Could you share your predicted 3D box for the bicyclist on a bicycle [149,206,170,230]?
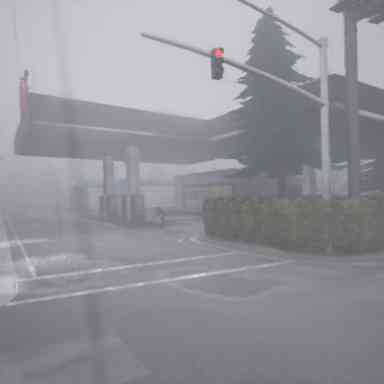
[{"bbox_3d":[-2.252,1.830,23.271,1.656,1.620,0.582,-1,0,-30],"label":"bicyclist on a bicycle"}]
